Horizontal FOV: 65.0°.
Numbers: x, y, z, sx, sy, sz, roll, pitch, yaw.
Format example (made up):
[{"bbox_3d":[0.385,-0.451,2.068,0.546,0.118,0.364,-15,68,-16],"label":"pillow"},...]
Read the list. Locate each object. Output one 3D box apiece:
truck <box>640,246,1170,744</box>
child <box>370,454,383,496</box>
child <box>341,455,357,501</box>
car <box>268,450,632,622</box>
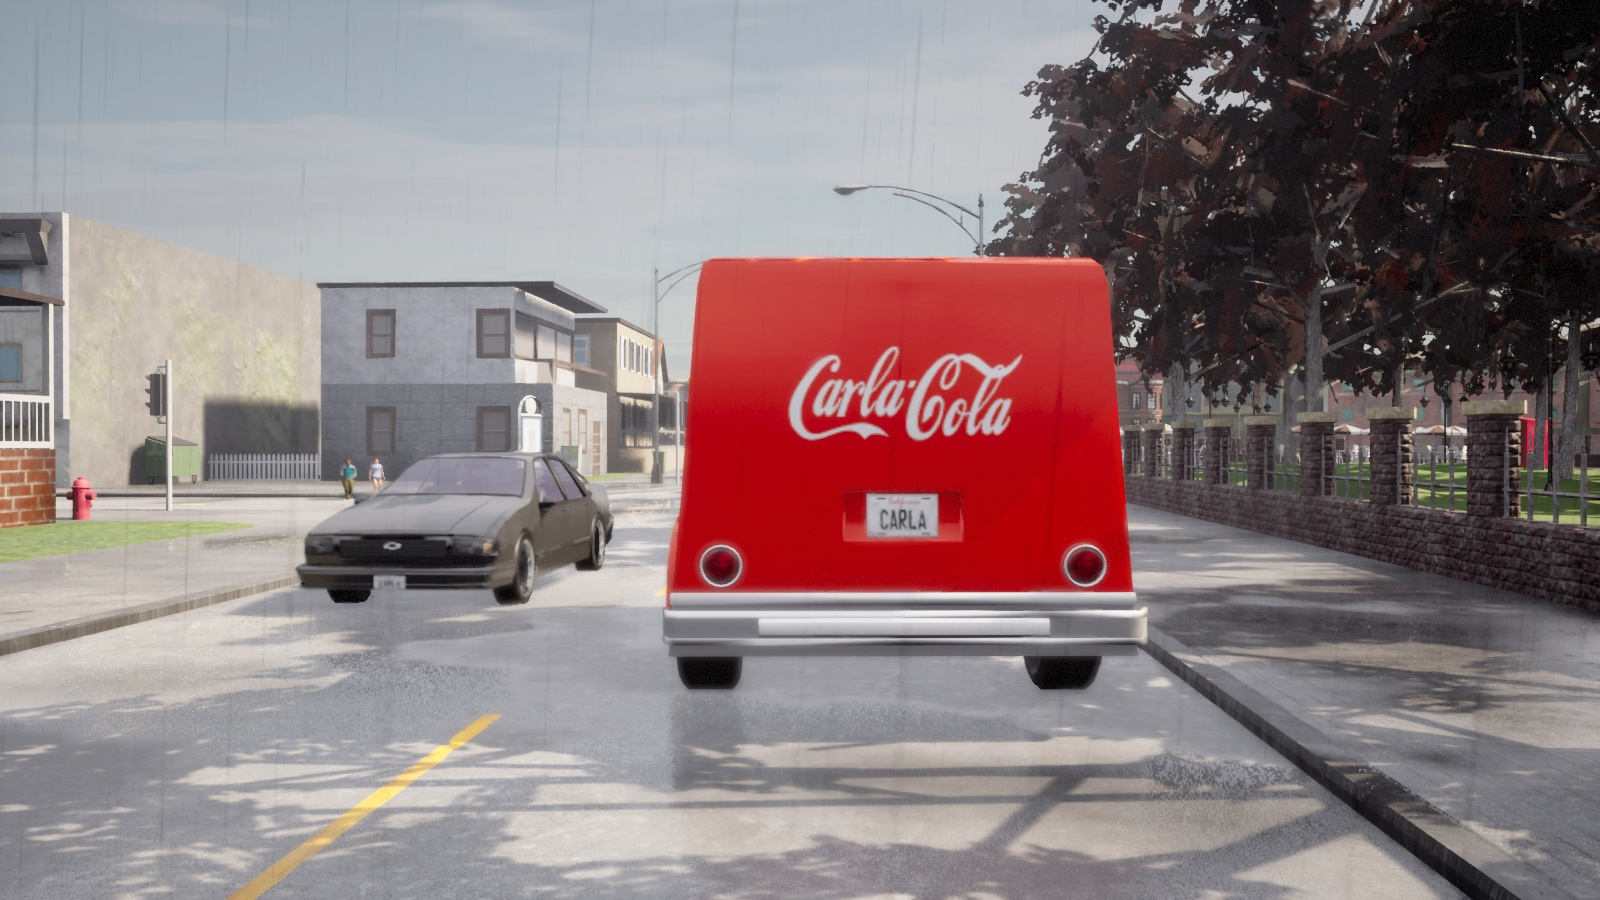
[{"bbox_3d":[0.519,0.210,8.827,2.627,2.467,5.204,0,0,0],"label":"truck"},{"bbox_3d":[-11.441,0.666,33.943,0.255,1.110,0.394,0,0,-29],"label":"child"},{"bbox_3d":[-11.723,0.724,32.627,0.343,1.192,0.448,0,0,-24],"label":"child"},{"bbox_3d":[-3.321,0.716,13.260,2.033,1.411,5.357,0,0,4],"label":"car"}]
